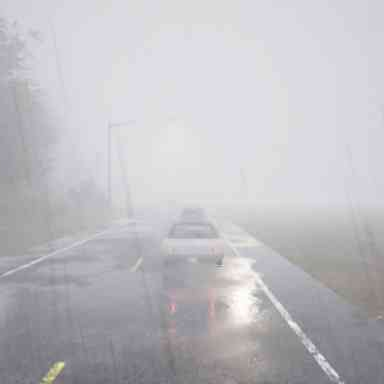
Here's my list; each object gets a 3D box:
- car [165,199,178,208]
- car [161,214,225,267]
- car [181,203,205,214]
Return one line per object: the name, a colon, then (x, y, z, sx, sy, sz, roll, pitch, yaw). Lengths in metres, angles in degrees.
car: (-3.526, 1.960, 58.722, 1.837, 1.490, 4.892, 0, 0, 1)
car: (0.045, 1.693, 11.773, 1.895, 1.301, 4.718, 0, 0, 1)
car: (0.064, 1.700, 28.565, 1.882, 1.535, 5.008, 0, 0, 0)
